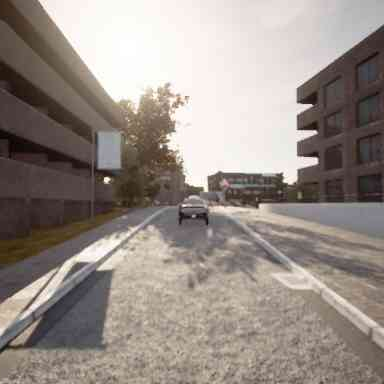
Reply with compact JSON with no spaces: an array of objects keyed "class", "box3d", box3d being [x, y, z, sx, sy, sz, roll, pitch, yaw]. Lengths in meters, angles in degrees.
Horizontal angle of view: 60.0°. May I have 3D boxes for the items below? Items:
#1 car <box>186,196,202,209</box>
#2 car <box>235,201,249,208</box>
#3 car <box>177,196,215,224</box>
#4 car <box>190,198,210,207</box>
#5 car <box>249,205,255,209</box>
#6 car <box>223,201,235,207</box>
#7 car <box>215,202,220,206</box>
[{"class":"car","box3d":[0.247,1.185,38.846,1.812,1.442,4.674,0,-1,1]},{"class":"car","box3d":[10.822,3.353,83.357,2.435,2.045,5.566,8,-5,-30]},{"class":"car","box3d":[0.099,1.131,21.437,2.128,1.511,4.902,0,1,0]},{"class":"car","box3d":[1.972,2.627,81.716,2.435,2.045,5.566,2,-3,-30]},{"class":"car","box3d":[13.655,3.897,84.052,1.946,1.575,5.366,7,-4,-30]},{"class":"car","box3d":[7.825,3.180,82.800,2.185,1.767,4.553,7,-4,-31]},{"class":"car","box3d":[4.852,2.925,82.303,2.185,1.767,4.553,5,-4,-31]}]
